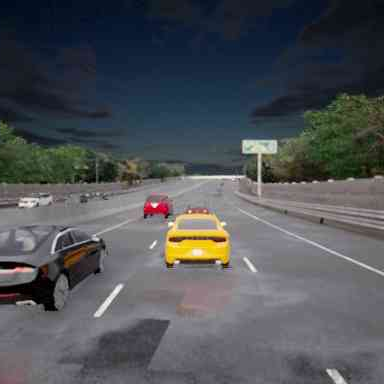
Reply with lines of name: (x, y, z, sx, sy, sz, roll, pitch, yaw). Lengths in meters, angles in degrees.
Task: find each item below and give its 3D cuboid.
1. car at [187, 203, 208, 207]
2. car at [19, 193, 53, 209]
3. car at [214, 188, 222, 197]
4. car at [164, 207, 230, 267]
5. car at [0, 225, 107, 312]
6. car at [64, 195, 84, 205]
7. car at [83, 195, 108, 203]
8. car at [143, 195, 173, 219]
car: (0.501, 1.636, 29.562, 1.895, 1.301, 4.718, 0, 0, 1)
car: (-20.257, 1.170, 43.485, 2.150, 2.045, 5.566, 0, 1, 2)
car: (7.062, 0.525, 90.528, 2.128, 1.511, 4.902, 0, 2, 4)
car: (0.176, 1.495, 11.518, 1.882, 1.535, 5.008, 0, 0, 1)
car: (-3.358, 1.501, 7.694, 2.128, 1.511, 4.902, 0, 0, 0)
car: (-16.564, 1.259, 47.866, 2.097, 1.767, 4.553, 0, 1, 3)
car: (-13.115, 1.429, 46.685, 1.837, 1.490, 4.892, 0, 0, 3)
car: (-2.990, 1.253, 29.969, 2.150, 2.045, 5.566, 0, 0, 1)
